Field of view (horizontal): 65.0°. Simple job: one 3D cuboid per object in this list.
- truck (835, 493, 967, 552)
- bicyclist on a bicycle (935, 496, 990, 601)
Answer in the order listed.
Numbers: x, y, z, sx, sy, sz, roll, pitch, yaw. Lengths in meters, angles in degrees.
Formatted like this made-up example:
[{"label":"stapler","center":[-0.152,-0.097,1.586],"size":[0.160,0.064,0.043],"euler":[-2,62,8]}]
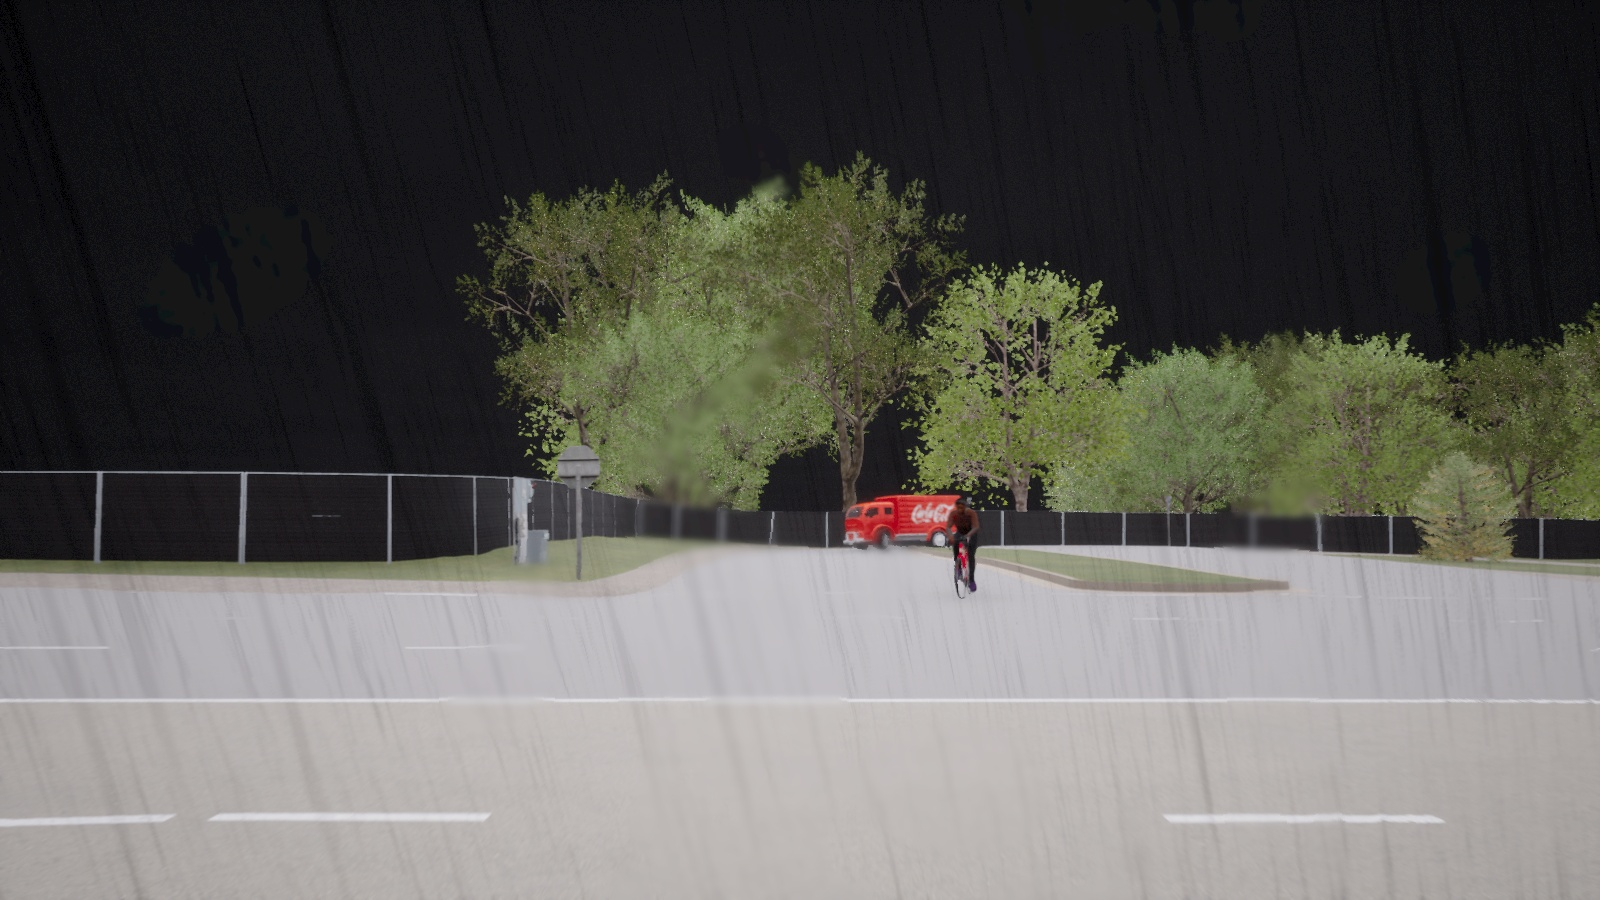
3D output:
[{"label":"truck","center":[4.561,3.270,56.708],"size":[5.204,2.467,2.627],"euler":[0,-5,-27]},{"label":"bicyclist on a bicycle","center":[2.667,1.580,20.510],"size":[0.582,1.620,1.656],"euler":[-3,-3,16]}]
